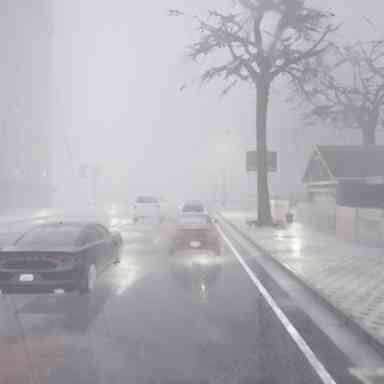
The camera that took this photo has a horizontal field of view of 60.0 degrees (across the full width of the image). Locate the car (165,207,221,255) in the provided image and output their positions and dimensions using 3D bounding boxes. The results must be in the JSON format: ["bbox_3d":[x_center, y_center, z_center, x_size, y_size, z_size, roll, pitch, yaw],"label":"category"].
[{"bbox_3d":[0.098,1.532,13.200,1.812,1.442,4.674,0,0,0],"label":"car"}]

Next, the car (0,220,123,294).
[{"bbox_3d":[-3.152,1.483,8.809,1.882,1.535,5.008,0,0,0],"label":"car"}]

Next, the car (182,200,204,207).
[{"bbox_3d":[0.094,1.476,30.457,1.882,1.535,5.008,0,0,0],"label":"car"}]

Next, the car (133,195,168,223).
[{"bbox_3d":[-3.154,1.223,25.762,2.150,2.045,5.566,0,0,0],"label":"car"}]
